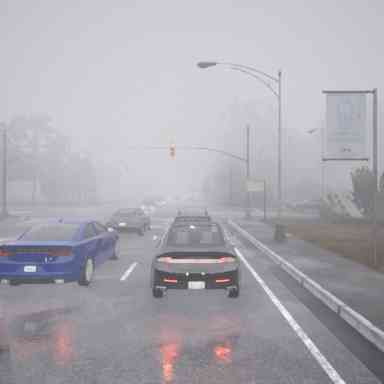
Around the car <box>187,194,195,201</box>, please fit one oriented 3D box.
[{"bbox_3d":[-0.302,1.518,85.713,2.128,1.511,4.902,0,0,0],"label":"car"}]

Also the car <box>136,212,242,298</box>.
[{"bbox_3d":[0.073,1.492,8.508,2.128,1.511,4.902,0,0,0],"label":"car"}]

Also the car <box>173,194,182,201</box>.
[{"bbox_3d":[-3.800,1.471,85.318,1.882,1.535,5.008,0,0,0],"label":"car"}]

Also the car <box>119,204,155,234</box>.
[{"bbox_3d":[-3.463,1.564,18.504,1.994,1.385,4.181,0,0,0],"label":"car"}]

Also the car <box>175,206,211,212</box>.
[{"bbox_3d":[0.038,1.478,18.004,1.882,1.535,5.008,0,0,0],"label":"car"}]

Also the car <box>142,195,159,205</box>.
[{"bbox_3d":[-7.278,1.505,56.623,1.837,1.490,4.892,0,0,0],"label":"car"}]

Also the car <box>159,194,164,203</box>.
[{"bbox_3d":[-7.250,1.507,67.399,1.837,1.490,4.892,0,-1,0],"label":"car"}]

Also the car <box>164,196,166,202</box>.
[{"bbox_3d":[-7.274,1.355,77.811,2.097,1.767,4.553,0,0,0],"label":"car"}]

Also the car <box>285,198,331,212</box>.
[{"bbox_3d":[13.570,1.526,38.143,4.674,1.442,1.812,0,0,3],"label":"car"}]

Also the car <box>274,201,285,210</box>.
[{"bbox_3d":[12.852,1.491,41.701,4.902,1.511,2.128,0,0,3],"label":"car"}]

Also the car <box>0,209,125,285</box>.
[{"bbox_3d":[-3.432,1.478,9.513,1.882,1.535,5.008,0,0,0],"label":"car"}]
